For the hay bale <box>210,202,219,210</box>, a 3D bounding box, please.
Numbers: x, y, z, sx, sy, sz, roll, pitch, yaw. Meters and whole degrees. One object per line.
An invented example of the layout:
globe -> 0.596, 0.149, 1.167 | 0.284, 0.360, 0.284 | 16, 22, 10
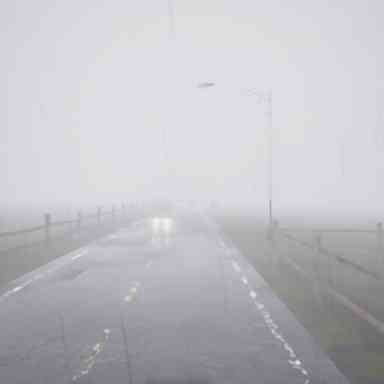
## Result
hay bale -> 3.092, 1.921, 45.797 | 1.220, 1.180, 1.240 | -1, -1, 0

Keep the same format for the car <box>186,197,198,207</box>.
car -> -0.006, 1.935, 56.768 | 1.895, 1.301, 4.718 | 0, 0, 1

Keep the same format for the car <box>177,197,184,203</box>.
car -> -2.793, 1.758, 75.007 | 1.994, 1.385, 4.181 | 0, 0, 0

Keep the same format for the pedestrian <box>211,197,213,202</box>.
pedestrian -> 2.798, 1.589, 46.905 | 0.375, 1.860, 0.375 | 1, -1, -2

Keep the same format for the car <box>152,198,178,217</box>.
car -> -2.861, 1.683, 33.683 | 2.128, 1.511, 4.902 | 0, 0, 0

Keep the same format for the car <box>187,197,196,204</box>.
car -> -0.039, 1.778, 71.210 | 1.882, 1.535, 5.008 | 0, 0, 0
